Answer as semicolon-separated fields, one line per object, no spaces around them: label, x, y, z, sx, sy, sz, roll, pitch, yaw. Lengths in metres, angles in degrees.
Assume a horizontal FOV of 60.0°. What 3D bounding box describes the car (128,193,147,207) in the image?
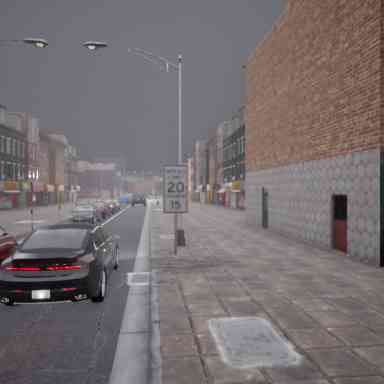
car;-8.211;1.180;51.454;2.150;2.045;5.566;0;0;-7

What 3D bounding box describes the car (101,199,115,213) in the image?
car;-8.147;1.523;28.870;1.887;1.381;4.507;0;0;-7

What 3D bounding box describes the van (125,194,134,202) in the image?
van;-13.544;1.298;72.005;1.690;1.788;3.998;0;0;-7

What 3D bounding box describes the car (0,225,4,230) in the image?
car;-5.450;1.442;7.303;1.967;1.590;4.097;0;0;-7

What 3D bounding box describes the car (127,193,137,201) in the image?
car;-14.894;1.273;82.789;2.192;1.841;5.009;0;0;-7

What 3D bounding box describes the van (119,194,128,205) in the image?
van;-11.521;1.302;55.830;1.690;1.788;3.998;0;0;-7

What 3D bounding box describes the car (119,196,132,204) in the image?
car;-12.194;1.525;61.222;1.947;1.339;4.313;0;0;-7

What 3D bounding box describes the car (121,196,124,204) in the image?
car;-9.475;1.495;39.486;1.752;1.417;4.829;0;0;-7

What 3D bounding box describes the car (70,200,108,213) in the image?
car;-7.472;1.534;23.479;2.008;1.369;4.403;0;0;-7

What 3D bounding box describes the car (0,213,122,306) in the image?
car;-2.886;1.501;8.096;1.837;1.490;4.892;0;0;-7

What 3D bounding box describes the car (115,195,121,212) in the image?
car;-8.822;1.414;34.262;1.967;1.590;4.097;0;0;-7
